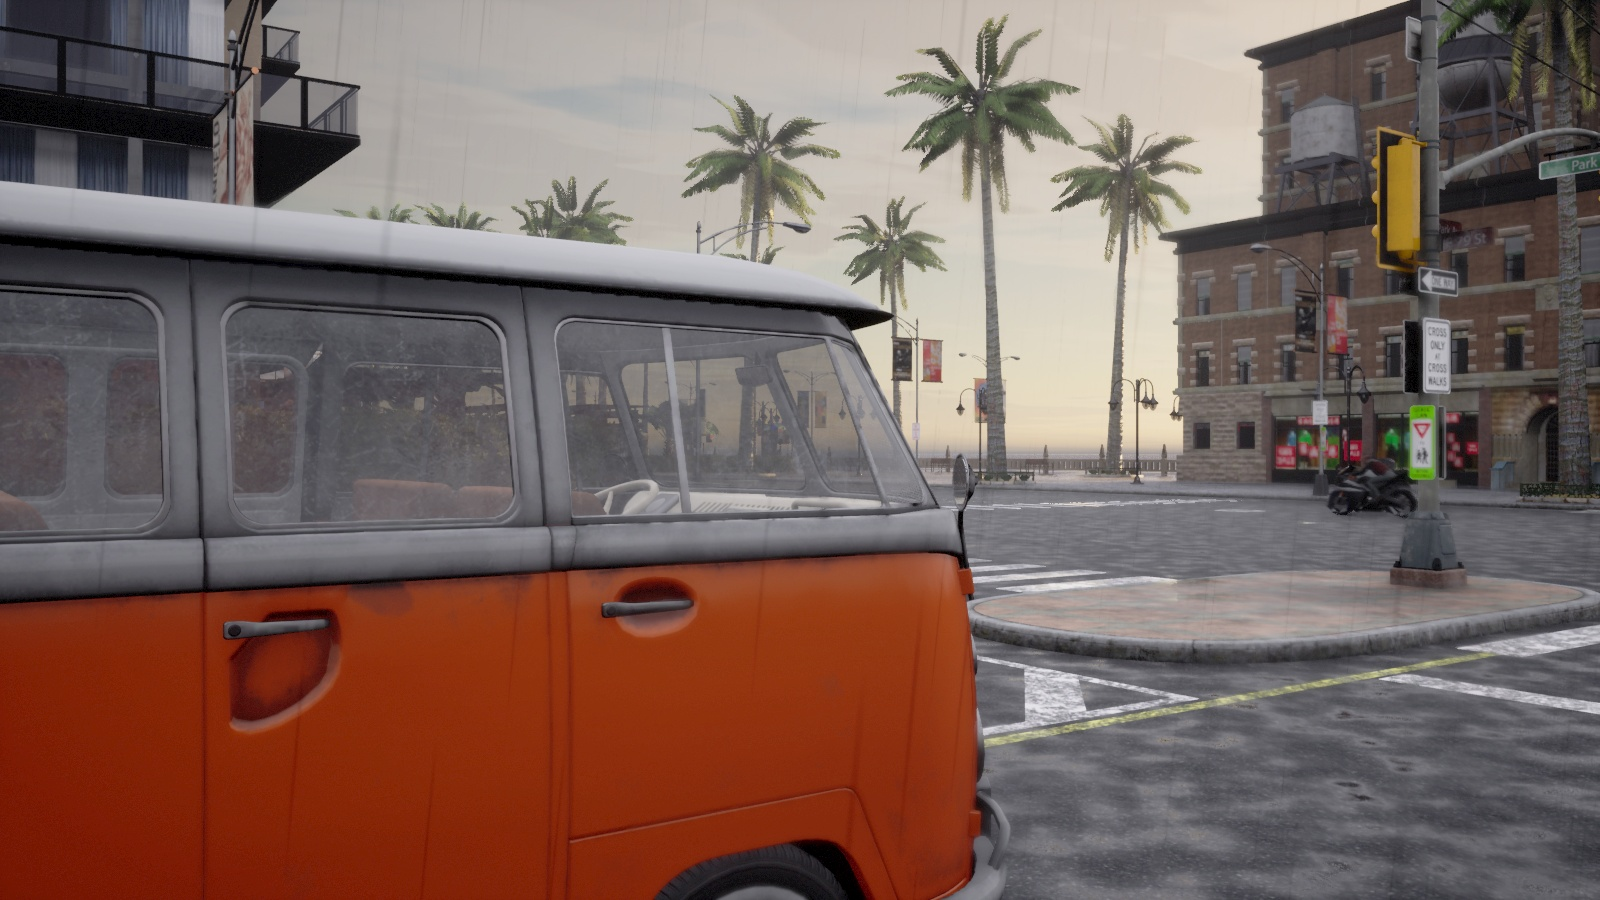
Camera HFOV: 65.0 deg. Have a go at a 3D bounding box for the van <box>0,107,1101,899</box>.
[{"bbox_3d":[-1.588,0.507,2.554,4.442,1.987,1.775,0,0,-35],"label":"van"}]

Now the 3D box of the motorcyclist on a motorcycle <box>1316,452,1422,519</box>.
[{"bbox_3d":[13.594,0.824,30.065,0.866,1.530,2.191,0,0,-34],"label":"motorcyclist on a motorcycle"}]
